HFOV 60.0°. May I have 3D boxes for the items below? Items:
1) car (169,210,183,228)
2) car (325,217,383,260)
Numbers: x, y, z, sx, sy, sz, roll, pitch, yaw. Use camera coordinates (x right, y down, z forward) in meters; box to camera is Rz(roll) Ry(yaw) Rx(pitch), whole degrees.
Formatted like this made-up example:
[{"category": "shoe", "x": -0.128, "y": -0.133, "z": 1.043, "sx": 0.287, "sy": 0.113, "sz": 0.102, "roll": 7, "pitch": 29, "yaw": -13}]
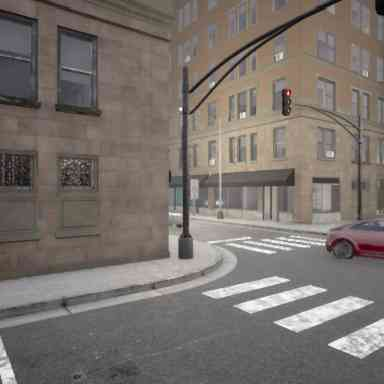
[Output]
[{"category": "car", "x": -2.257, "y": 1.498, "z": 20.405, "sx": 1.895, "sy": 1.301, "sz": 4.718, "roll": 0, "pitch": 0, "yaw": -36}, {"category": "car", "x": 6.597, "y": 1.539, "z": 10.847, "sx": 4.181, "sy": 1.385, "sz": 1.994, "roll": 0, "pitch": 0, "yaw": 33}]
